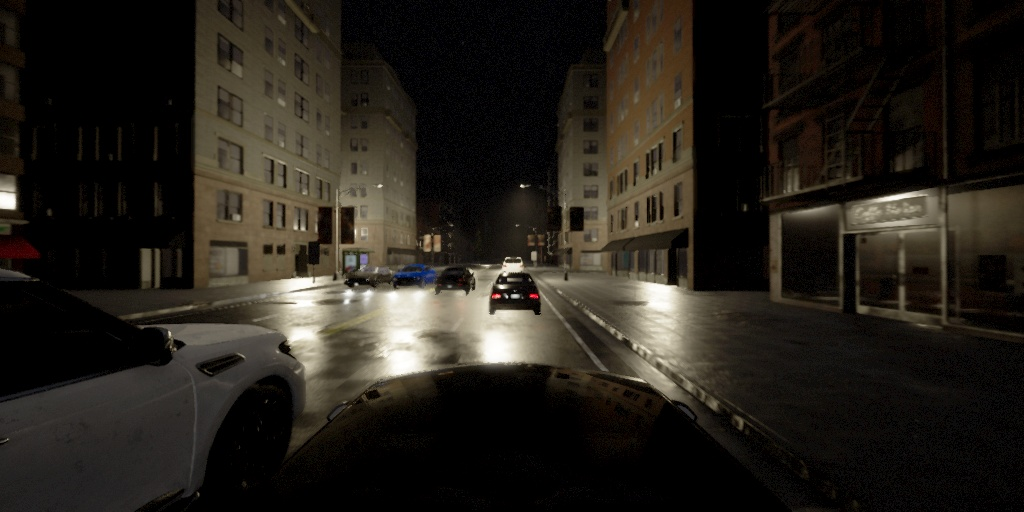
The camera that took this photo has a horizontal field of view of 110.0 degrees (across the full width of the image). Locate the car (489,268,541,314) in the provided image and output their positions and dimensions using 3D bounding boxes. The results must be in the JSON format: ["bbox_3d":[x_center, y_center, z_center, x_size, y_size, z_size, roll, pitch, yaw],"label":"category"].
[{"bbox_3d":[0.103,1.354,14.032,2.033,1.411,5.357,0,0,0],"label":"car"}]

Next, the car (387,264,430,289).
[{"bbox_3d":[-6.522,1.334,24.342,1.882,1.535,5.008,0,0,1],"label":"car"}]

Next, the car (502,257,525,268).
[{"bbox_3d":[0.114,1.144,37.113,2.150,2.045,5.566,0,0,0],"label":"car"}]

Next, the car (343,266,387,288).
[{"bbox_3d":[-9.763,1.408,25.192,2.033,1.411,5.357,0,0,0],"label":"car"}]

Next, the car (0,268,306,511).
[{"bbox_3d":[-3.150,0.969,1.245,2.150,2.045,5.566,0,0,0],"label":"car"}]

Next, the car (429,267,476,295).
[{"bbox_3d":[-3.141,1.362,20.390,1.812,1.442,4.674,0,0,0],"label":"car"}]
